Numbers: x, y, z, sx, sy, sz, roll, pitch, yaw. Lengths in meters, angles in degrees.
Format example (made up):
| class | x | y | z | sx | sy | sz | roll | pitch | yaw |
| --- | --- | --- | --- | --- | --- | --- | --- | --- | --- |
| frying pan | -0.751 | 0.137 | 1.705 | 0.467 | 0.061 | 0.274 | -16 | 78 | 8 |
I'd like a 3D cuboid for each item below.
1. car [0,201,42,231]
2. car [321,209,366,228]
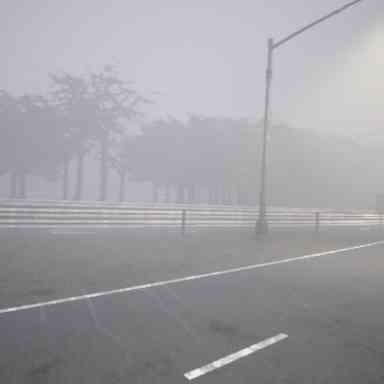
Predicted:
| class | x | y | z | sx | sy | sz | roll | pitch | yaw |
| --- | --- | --- | --- | --- | --- | --- | --- | --- | --- |
| car | -10.235 | 1.113 | 16.834 | 4.892 | 1.490 | 1.837 | 3 | 0 | -23 |
| car | 13.517 | 2.327 | 29.580 | 4.892 | 1.490 | 1.837 | 3 | 0 | -32 |
